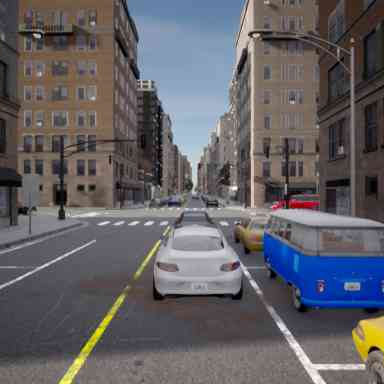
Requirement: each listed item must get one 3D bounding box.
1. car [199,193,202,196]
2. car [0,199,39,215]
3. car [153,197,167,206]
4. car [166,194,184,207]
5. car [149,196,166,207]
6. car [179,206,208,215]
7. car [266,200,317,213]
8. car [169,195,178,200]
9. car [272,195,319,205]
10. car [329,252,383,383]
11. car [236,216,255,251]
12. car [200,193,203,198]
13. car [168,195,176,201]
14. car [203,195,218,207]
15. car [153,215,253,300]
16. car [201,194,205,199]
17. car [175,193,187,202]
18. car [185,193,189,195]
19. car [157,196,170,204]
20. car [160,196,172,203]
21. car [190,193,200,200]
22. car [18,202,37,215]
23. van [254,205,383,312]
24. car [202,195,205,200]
[{"bbox_3d":[3.619,1.535,89.457,2.008,1.369,4.403,1,0,1],"label":"car"},{"bbox_3d":[-18.046,1.406,32.324,5.357,1.411,2.033,0,-1,0],"label":"car"},{"bbox_3d":[-5.379,1.562,56.392,1.947,1.339,4.313,1,0,1],"label":"car"},{"bbox_3d":[-2.679,1.475,52.189,1.882,1.535,5.008,0,0,1],"label":"car"},{"bbox_3d":[-5.459,1.580,50.863,1.802,1.307,4.206,1,0,1],"label":"car"},{"bbox_3d":[0.115,1.564,15.594,1.994,1.385,4.181,0,0,0],"label":"car"},{"bbox_3d":[11.528,1.682,38.828,5.357,1.411,2.033,0,-1,1],"label":"car"},{"bbox_3d":[-4.905,1.551,89.565,1.947,1.339,4.313,1,0,1],"label":"car"},{"bbox_3d":[11.325,1.323,35.471,5.566,2.045,2.150,1,-1,0],"label":"car"},{"bbox_3d":[2.679,1.525,1.906,1.752,1.417,4.829,1,0,0],"label":"car"},{"bbox_3d":[2.696,1.525,13.252,1.752,1.417,4.829,1,0,0],"label":"car"},{"bbox_3d":[3.461,1.555,78.396,1.947,1.339,4.313,1,0,1],"label":"car"},{"bbox_3d":[-4.986,1.513,83.866,1.752,1.417,4.829,1,0,1],"label":"car"},{"bbox_3d":[3.067,1.563,50.746,1.947,1.339,4.313,1,0,1],"label":"car"},{"bbox_3d":[0.088,1.526,8.258,1.812,1.442,4.674,0,0,-1],"label":"car"},{"bbox_3d":[3.224,1.545,61.806,2.008,1.369,4.403,1,0,1],"label":"car"},{"bbox_3d":[-2.516,1.473,61.849,1.882,1.535,5.008,0,0,1],"label":"car"},{"bbox_3d":[-2.306,1.347,71.977,2.097,1.767,4.553,0,0,1],"label":"car"},{"bbox_3d":[-5.300,1.546,61.921,2.008,1.369,4.403,1,0,1],"label":"car"},{"bbox_3d":[-5.221,1.538,67.450,1.887,1.381,4.507,1,0,1],"label":"car"},{"bbox_3d":[0.977,1.508,91.793,1.812,1.442,4.674,0,0,1],"label":"car"},{"bbox_3d":[-16.505,1.439,29.056,4.718,1.301,1.895,0,-1,1],"label":"car"},{"bbox_3d":[2.689,1.341,7.409,1.690,1.788,3.998,1,0,0],"label":"van"},{"bbox_3d":[3.146,1.540,56.276,1.887,1.381,4.507,1,0,1],"label":"car"}]
